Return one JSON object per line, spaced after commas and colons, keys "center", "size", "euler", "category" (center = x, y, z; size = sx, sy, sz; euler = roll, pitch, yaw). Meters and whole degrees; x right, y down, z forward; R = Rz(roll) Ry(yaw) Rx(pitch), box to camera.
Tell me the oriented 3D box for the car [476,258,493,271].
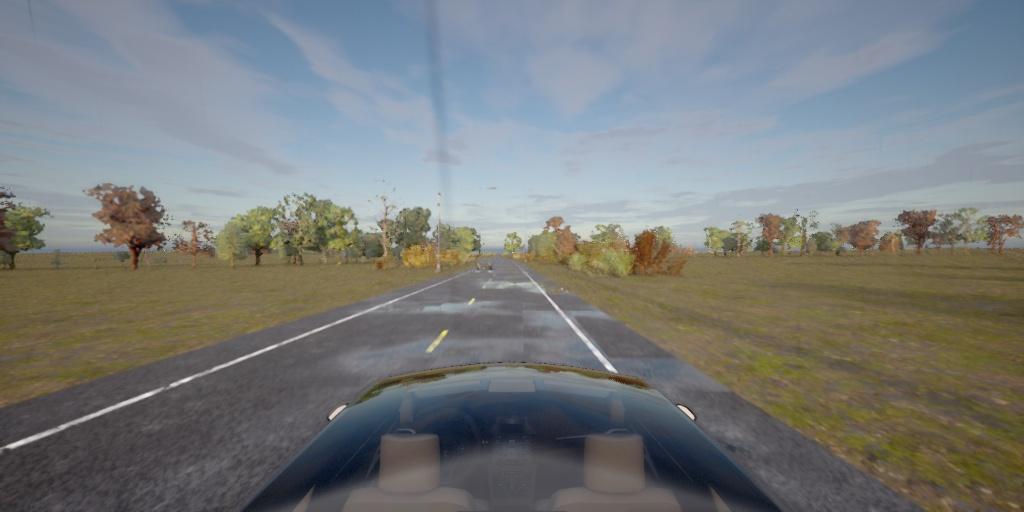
{"center": [-3.771, 1.116, 50.140], "size": [2.097, 1.767, 4.553], "euler": [0, 0, 0], "category": "car"}
